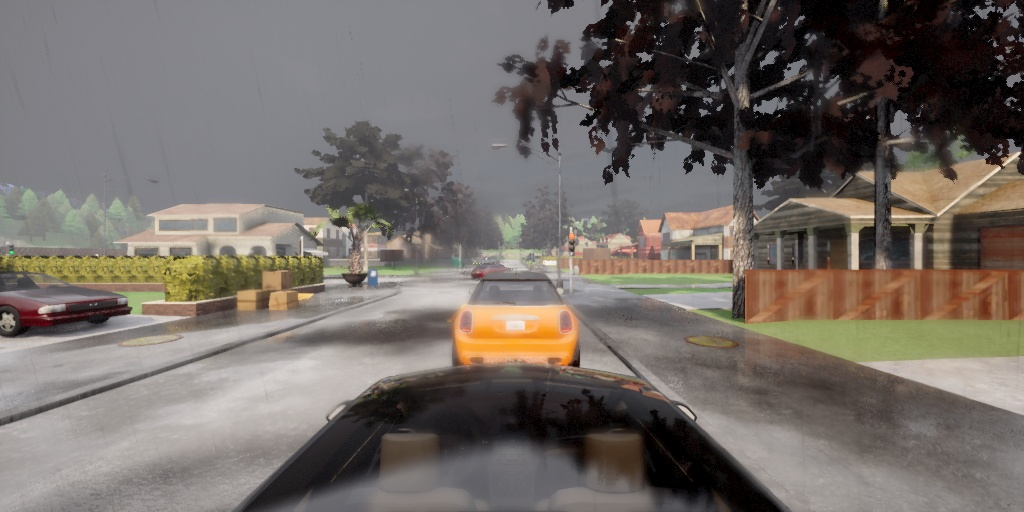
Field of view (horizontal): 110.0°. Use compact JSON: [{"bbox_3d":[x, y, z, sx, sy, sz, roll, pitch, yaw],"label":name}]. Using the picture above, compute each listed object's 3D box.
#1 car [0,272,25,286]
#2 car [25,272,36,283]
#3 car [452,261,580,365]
[{"bbox_3d":[-40.497,1.298,26.712,5.357,1.411,2.033,0,0,1],"label":"car"},{"bbox_3d":[-44.655,1.314,30.885,4.181,1.385,1.994,0,0,1],"label":"car"},{"bbox_3d":[0.096,1.102,7.713,2.097,1.767,4.553,0,0,1],"label":"car"}]
